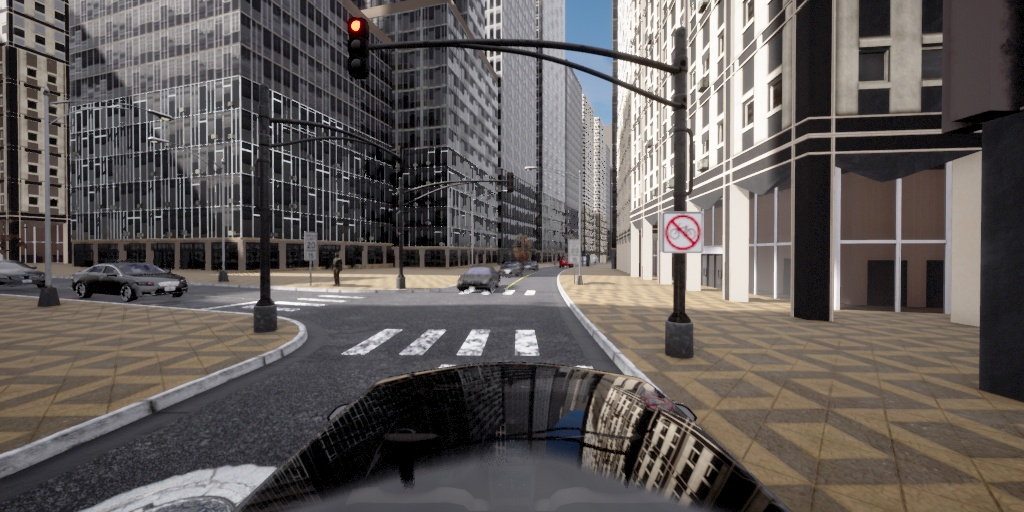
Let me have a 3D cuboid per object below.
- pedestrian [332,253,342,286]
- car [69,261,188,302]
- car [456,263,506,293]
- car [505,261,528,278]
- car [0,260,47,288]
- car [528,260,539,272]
[{"bbox_3d":[-9.518,0.716,19.477,0.375,1.860,0.375,0,0,16],"label":"pedestrian"},{"bbox_3d":[-16.366,1.043,15.381,4.902,1.511,2.128,1,1,16],"label":"car"},{"bbox_3d":[-1.820,1.313,21.290,2.033,1.411,5.357,0,0,6],"label":"car"},{"bbox_3d":[-0.051,1.303,35.813,2.128,1.511,4.902,0,0,9],"label":"car"},{"bbox_3d":[-25.926,0.940,18.180,4.674,1.442,1.812,1,1,17],"label":"car"},{"bbox_3d":[2.598,1.374,50.239,2.128,1.511,4.902,0,0,12],"label":"car"}]
